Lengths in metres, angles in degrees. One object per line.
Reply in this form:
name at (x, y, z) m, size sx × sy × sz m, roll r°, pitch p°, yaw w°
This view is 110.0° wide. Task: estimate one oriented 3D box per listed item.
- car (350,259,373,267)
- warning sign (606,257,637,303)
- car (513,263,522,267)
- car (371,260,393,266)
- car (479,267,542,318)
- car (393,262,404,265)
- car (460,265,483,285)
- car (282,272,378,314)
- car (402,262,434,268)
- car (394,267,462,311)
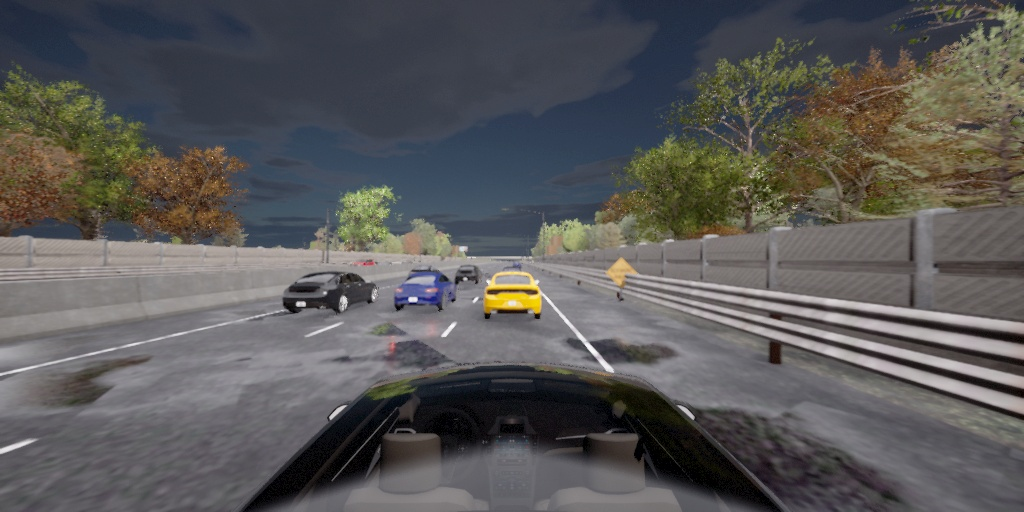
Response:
car at (-24.559, 1.472, 59.235) m, size 2.150 × 2.045 × 5.566 m, roll 0°, pitch -1°, yaw 1°
warning sign at (4.542, 0.970, 14.911) m, size 1.300 × 1.860 × 1.060 m, roll 0°, pitch 0°, yaw 0°
car at (0.006, 1.505, 27.089) m, size 2.033 × 1.411 × 5.357 m, roll 0°, pitch 0°, yaw 0°
car at (-21.065, 1.730, 59.352) m, size 1.882 × 1.535 × 5.008 m, roll 0°, pitch -1°, yaw 1°
car at (0.029, 1.320, 13.429) m, size 1.882 × 1.535 × 5.008 m, roll 0°, pitch -1°, yaw 0°
car at (-17.570, 1.759, 59.547) m, size 1.837 × 1.490 × 4.892 m, roll 0°, pitch 0°, yaw 1°
car at (-3.470, 1.482, 29.276) m, size 1.837 × 1.490 × 4.892 m, roll 0°, pitch 0°, yaw 1°
car at (-6.961, 1.354, 14.294) m, size 1.837 × 1.490 × 4.892 m, roll 0°, pitch 0°, yaw 1°
car at (-6.970, 1.467, 29.240) m, size 2.128 × 1.511 × 4.902 m, roll 0°, pitch 0°, yaw 0°
car at (-3.459, 1.379, 14.912) m, size 1.812 × 1.442 × 4.674 m, roll 0°, pitch 0°, yaw 0°
